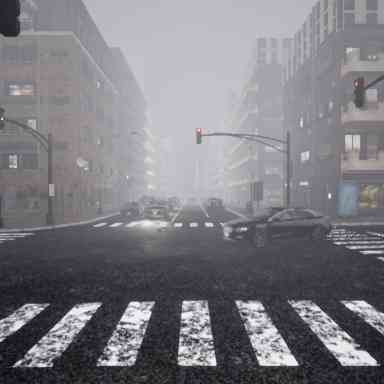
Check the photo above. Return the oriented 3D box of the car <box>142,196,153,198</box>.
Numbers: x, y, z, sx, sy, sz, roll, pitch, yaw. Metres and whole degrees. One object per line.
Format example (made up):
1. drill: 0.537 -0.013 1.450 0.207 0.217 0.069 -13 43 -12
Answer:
1. car: -5.711 1.534 37.683 1.752 1.417 4.829 0 0 0

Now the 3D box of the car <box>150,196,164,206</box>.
1. car: -5.721 1.457 54.900 1.967 1.590 4.097 0 0 0

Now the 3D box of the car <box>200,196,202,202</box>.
1. car: 2.659 1.599 54.907 1.802 1.307 4.206 0 0 0

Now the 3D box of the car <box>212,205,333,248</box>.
1. car: 3.657 1.399 14.199 4.902 1.511 2.128 -1 0 -21

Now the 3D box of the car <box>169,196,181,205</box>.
1. car: -3.080 1.498 59.889 1.882 1.535 5.008 0 0 0

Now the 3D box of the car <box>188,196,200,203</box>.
1. car: 0.003 1.539 70.587 2.128 1.511 4.902 0 0 0

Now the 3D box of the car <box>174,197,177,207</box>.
1. car: -3.121 1.610 39.901 1.895 1.301 4.718 0 0 0

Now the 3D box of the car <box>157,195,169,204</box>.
1. car: -5.728 1.465 66.265 1.967 1.590 4.097 0 0 0

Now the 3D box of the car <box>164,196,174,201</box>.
1. car: -5.739 1.590 83.311 2.008 1.369 4.403 0 0 0

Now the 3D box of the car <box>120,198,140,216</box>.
1. car: -5.708 1.572 32.170 1.947 1.339 4.313 0 0 0

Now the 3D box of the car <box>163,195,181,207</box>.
1. car: -3.117 1.578 49.879 1.994 1.385 4.181 0 0 0

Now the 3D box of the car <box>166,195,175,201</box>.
1. car: -5.742 1.595 88.994 2.008 1.369 4.403 0 0 0

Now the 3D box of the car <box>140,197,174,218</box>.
1. car: -3.108 1.498 30.602 2.128 1.511 4.902 0 0 1

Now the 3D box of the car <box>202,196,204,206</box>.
1. car: 2.665 1.451 43.542 1.967 1.590 4.097 0 0 0

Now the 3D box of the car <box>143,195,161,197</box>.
1. car: -5.715 1.326 43.535 2.192 1.841 5.009 0 0 0

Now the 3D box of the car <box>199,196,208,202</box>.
1. car: 2.645 1.585 77.636 2.008 1.369 4.403 0 0 0

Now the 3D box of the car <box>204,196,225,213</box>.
1. car: 2.669 1.449 37.859 1.967 1.590 4.097 0 0 0
